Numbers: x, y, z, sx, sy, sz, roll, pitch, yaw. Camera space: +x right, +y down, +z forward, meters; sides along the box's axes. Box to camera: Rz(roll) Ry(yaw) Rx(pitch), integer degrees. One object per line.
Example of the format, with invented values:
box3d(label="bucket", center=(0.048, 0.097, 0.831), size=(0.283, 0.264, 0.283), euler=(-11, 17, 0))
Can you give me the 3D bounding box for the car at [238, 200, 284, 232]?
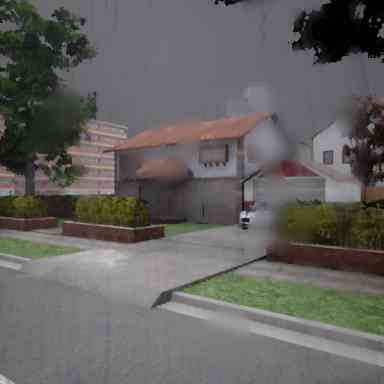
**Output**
box3d(label="car", center=(4.023, 1.168, 17.438), size=(1.970, 1.475, 3.806), euler=(0, 0, 36))
